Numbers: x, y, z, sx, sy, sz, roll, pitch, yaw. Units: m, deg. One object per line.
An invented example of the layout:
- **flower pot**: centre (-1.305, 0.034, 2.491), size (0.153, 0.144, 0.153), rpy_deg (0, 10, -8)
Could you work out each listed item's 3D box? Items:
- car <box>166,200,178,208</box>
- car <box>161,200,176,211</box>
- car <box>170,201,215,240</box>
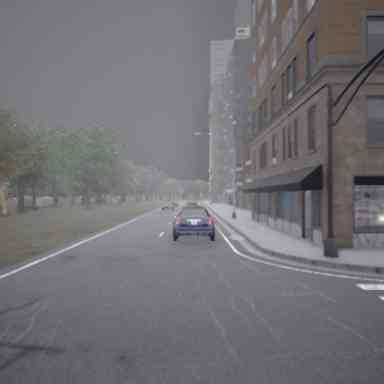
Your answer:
- **car**: centre (-3.497, 2.098, 60.011), size (1.895, 1.301, 4.718), rpy_deg (0, 0, 0)
- **car**: centre (-3.498, 2.001, 49.562), size (2.033, 1.411, 5.357), rpy_deg (0, 0, 0)
- **car**: centre (0.101, 1.537, 18.148), size (2.097, 1.767, 4.553), rpy_deg (0, -1, 0)
